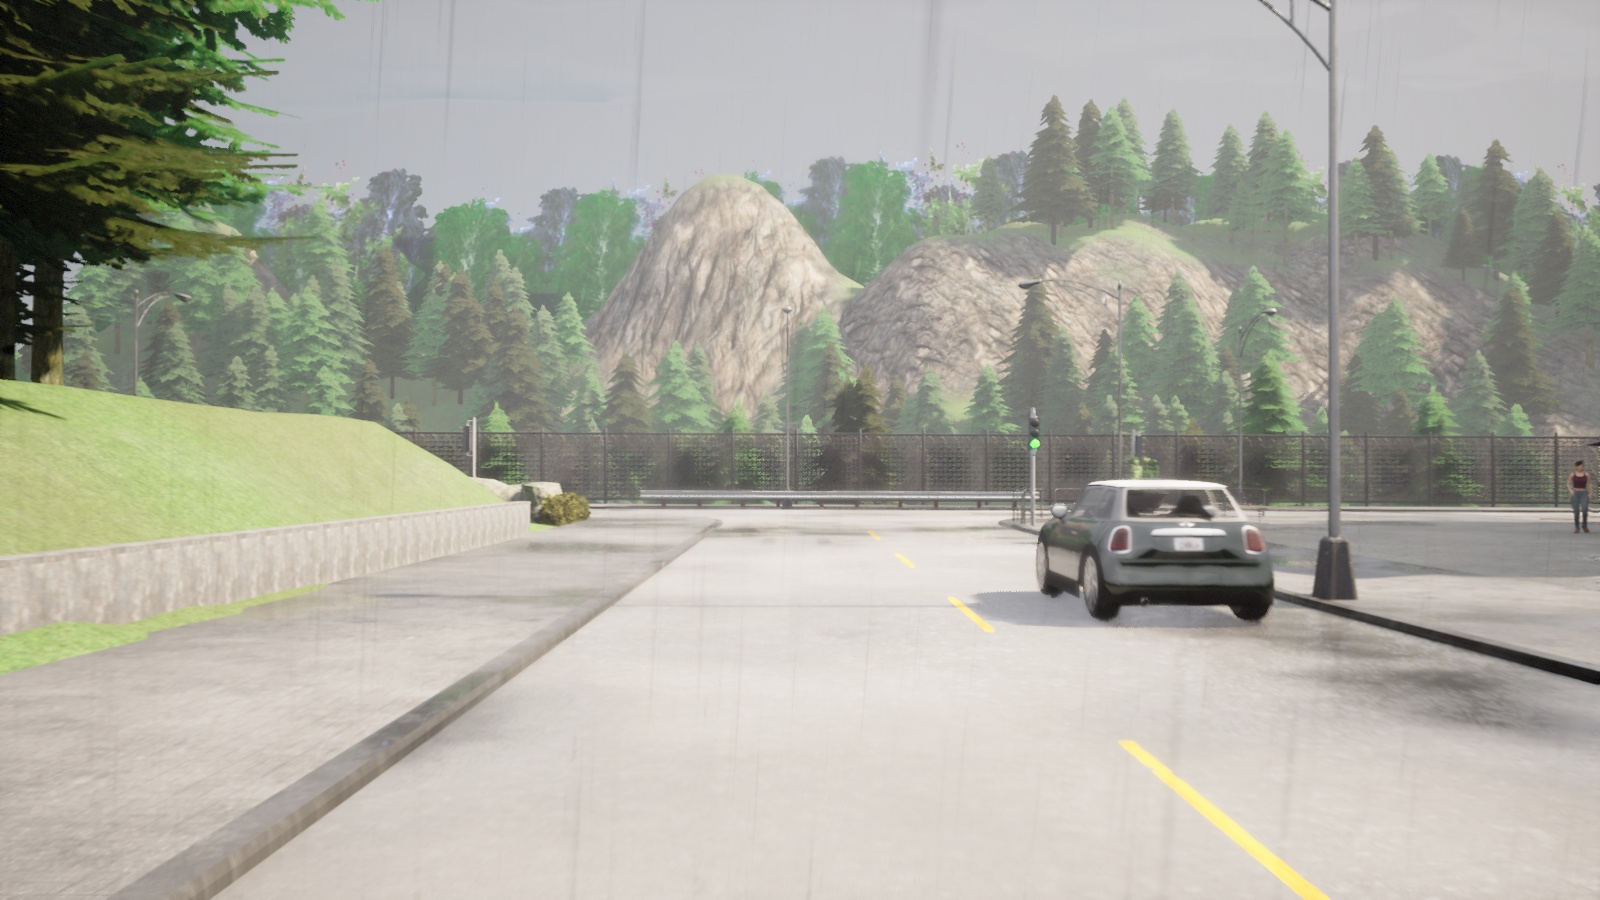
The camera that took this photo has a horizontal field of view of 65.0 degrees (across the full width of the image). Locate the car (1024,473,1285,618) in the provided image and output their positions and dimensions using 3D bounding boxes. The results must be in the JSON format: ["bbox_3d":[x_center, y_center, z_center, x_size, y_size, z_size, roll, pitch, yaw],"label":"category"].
[{"bbox_3d":[3.966,1.011,14.755,1.970,1.475,3.806,0,-1,0],"label":"car"}]

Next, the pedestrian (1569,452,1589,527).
[{"bbox_3d":[19.222,0.967,30.998,0.345,1.836,0.594,-1,-1,27],"label":"pedestrian"}]
